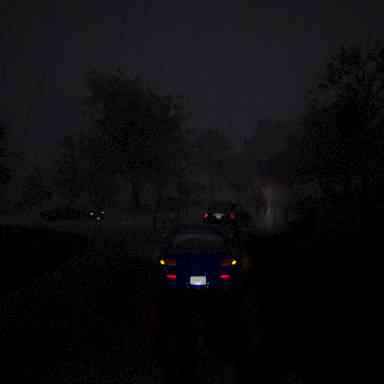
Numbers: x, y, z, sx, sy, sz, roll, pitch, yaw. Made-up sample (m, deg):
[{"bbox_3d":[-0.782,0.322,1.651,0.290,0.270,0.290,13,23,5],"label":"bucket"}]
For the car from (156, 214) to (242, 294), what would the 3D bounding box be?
[{"bbox_3d":[0.150,1.547,8.739,1.812,1.442,4.674,0,0,1],"label":"car"}]

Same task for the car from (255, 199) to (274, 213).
[{"bbox_3d":[8.273,1.573,38.143,1.882,1.535,5.008,1,0,7],"label":"car"}]

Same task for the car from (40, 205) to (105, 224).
[{"bbox_3d":[-9.069,1.664,25.360,4.718,1.301,1.895,0,0,18],"label":"car"}]

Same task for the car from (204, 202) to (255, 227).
[{"bbox_3d":[2.268,1.403,20.534,2.097,1.767,4.553,0,0,21],"label":"car"}]
